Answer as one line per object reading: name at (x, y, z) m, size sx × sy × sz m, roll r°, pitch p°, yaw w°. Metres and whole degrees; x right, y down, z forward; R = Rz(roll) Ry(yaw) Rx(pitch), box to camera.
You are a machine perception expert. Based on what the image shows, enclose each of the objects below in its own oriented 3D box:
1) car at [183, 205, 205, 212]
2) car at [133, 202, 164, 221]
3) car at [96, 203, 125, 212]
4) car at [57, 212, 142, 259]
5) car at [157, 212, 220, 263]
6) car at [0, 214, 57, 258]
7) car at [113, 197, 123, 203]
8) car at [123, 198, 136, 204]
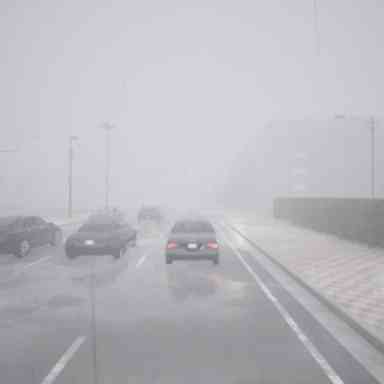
car at (0.159, 1.835, 28.876) m, size 1.812 × 1.442 × 4.674 m, roll 0°, pitch 0°, yaw 3°
car at (-3.480, 1.798, 28.477) m, size 2.128 × 1.511 × 4.902 m, roll 0°, pitch 0°, yaw 0°
car at (-6.977, 1.904, 28.207) m, size 1.895 × 1.301 × 4.718 m, roll 0°, pitch -1°, yaw 0°
car at (-3.456, 1.708, 13.309) m, size 1.994 × 1.385 × 4.181 m, roll 0°, pitch -1°, yaw 0°
car at (0.030, 1.682, 12.436) m, size 2.033 × 1.411 × 5.357 m, roll 0°, pitch -1°, yaw 1°
car at (-6.958, 1.653, 13.425) m, size 1.837 × 1.490 × 4.892 m, roll 0°, pitch 0°, yaw 1°
car at (-19.655, 2.305, 88.724) m, size 2.097 × 1.767 × 4.553 m, roll 0°, pitch -1°, yaw 0°
car at (-16.155, 2.474, 88.686) m, size 2.128 × 1.511 × 4.902 m, roll 0°, pitch -1°, yaw 0°
